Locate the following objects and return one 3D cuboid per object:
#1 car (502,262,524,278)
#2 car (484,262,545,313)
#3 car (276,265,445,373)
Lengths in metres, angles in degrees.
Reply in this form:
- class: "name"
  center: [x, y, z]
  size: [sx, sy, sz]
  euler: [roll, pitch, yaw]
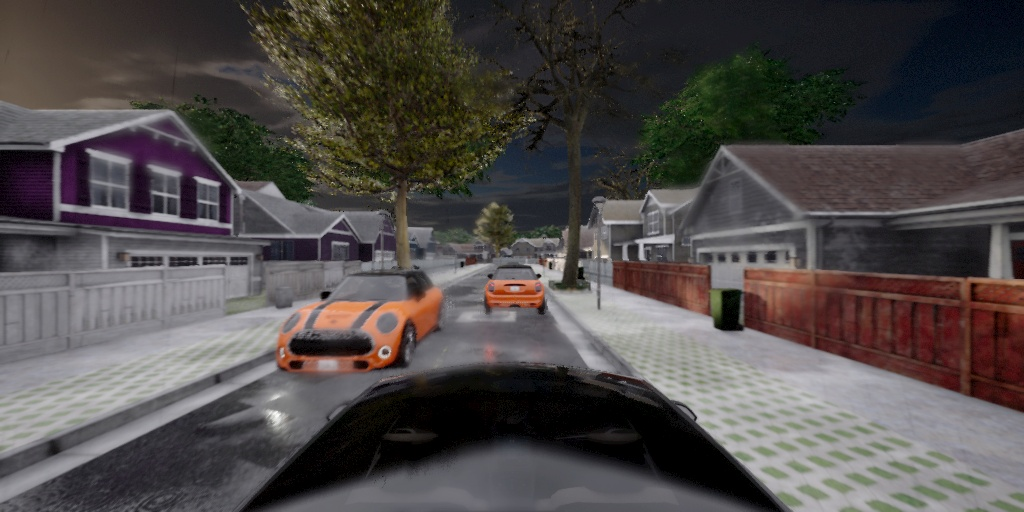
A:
- class: "car"
  center: [0.093, 1.337, 36.333]
  size: [2.033, 1.411, 5.357]
  euler: [0, 0, 0]
- class: "car"
  center: [0.096, 1.108, 14.061]
  size: [2.097, 1.767, 4.553]
  euler: [0, 0, 0]
- class: "car"
  center: [-2.850, 1.103, 7.801]
  size: [2.097, 1.767, 4.553]
  euler: [0, 0, 0]
